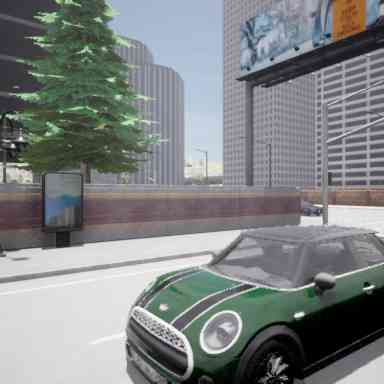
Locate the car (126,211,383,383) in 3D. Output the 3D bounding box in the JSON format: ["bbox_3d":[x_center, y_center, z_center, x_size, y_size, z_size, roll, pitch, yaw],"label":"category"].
[{"bbox_3d":[1.347,1.352,4.951,4.553,1.767,2.097,0,0,-35],"label":"car"}]

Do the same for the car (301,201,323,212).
[{"bbox_3d":[10.475,1.564,31.923,1.994,1.385,4.181,0,0,-35],"label":"car"}]
